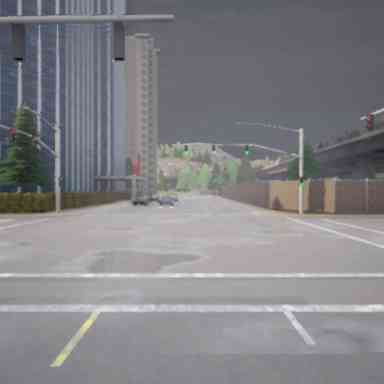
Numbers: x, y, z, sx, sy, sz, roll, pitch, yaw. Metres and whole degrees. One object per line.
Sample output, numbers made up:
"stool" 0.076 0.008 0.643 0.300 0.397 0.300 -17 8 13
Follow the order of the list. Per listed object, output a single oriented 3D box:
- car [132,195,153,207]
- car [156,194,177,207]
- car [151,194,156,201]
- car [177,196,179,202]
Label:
"car" -7.076 1.348 46.351 1.895 1.301 4.718 0 0 0
"car" -3.572 1.248 46.930 1.837 1.490 4.892 0 0 0
"car" -7.014 1.138 62.288 1.882 1.535 5.008 0 0 0
"car" -3.522 1.188 61.892 1.812 1.442 4.674 0 0 1
